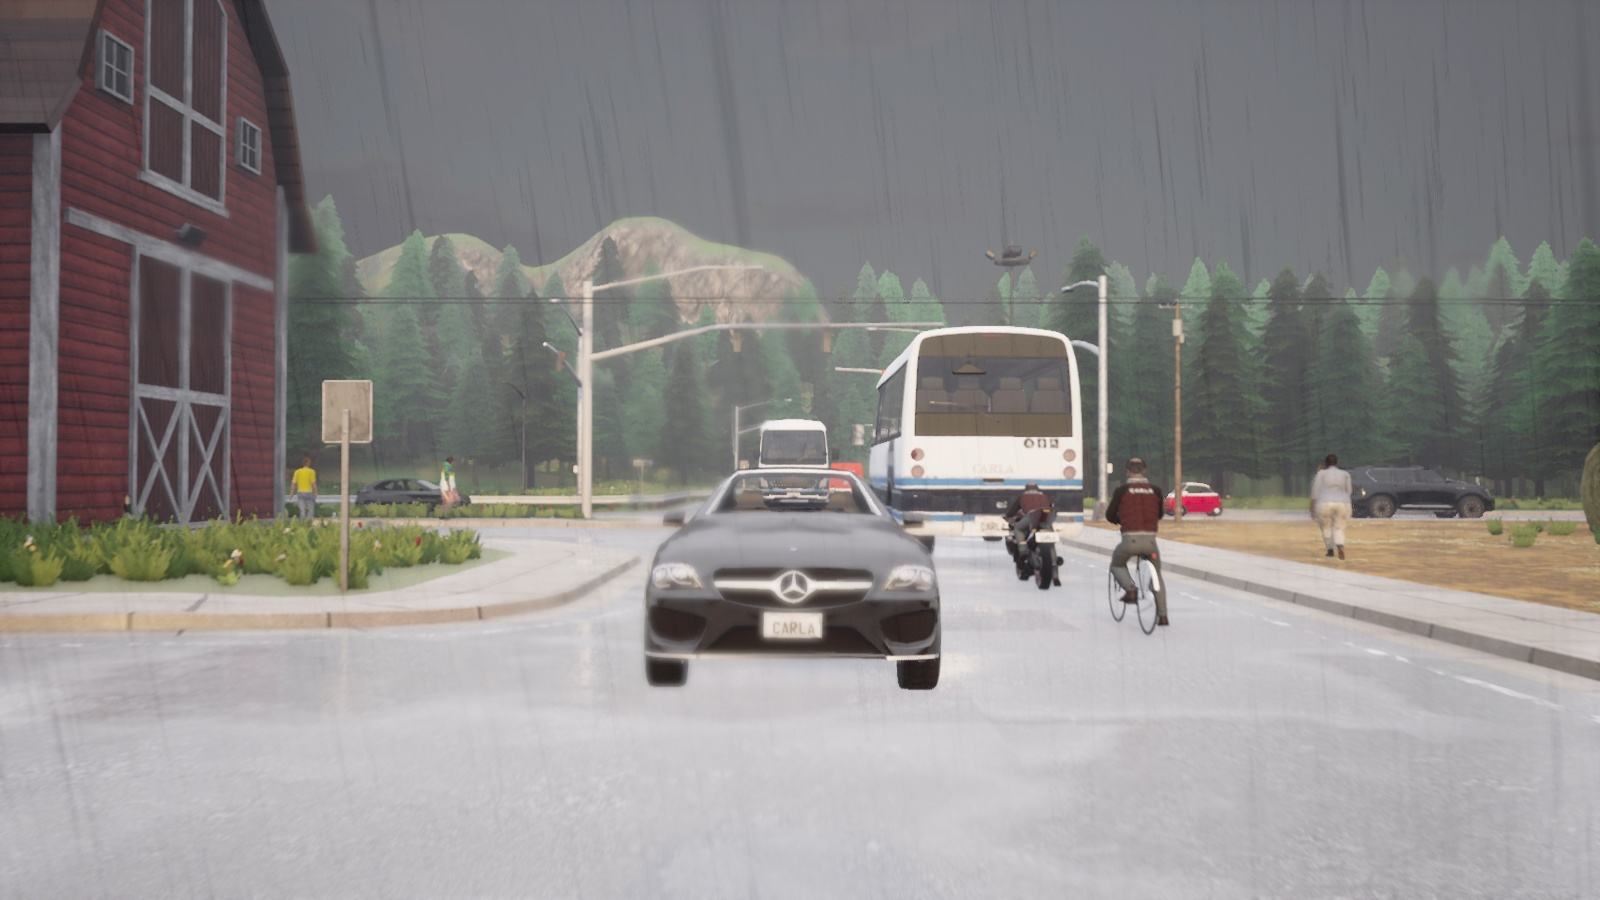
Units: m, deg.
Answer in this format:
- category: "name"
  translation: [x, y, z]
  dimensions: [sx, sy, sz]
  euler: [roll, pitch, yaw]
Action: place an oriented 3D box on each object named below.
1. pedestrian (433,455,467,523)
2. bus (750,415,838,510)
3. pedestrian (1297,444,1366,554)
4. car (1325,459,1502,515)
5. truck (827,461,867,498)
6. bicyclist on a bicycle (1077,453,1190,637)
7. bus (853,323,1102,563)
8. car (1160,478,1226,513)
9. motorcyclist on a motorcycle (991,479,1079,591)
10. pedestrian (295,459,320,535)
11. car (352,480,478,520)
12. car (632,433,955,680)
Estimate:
- category: "pedestrian"
  translation: [-10.196, 1.141, 36.585]
  dimensions: [0.873, 1.952, 0.659]
  euler: [0, -1, -24]
- category: "bus"
  translation: [-0.289, 0.667, 61.544]
  dimensions: [3.944, 4.253, 10.273]
  euler: [0, -1, 0]
- category: "pedestrian"
  translation: [9.179, 0.845, 21.717]
  dimensions: [0.874, 1.855, 0.900]
  euler: [0, -1, 7]
- category: "car"
  translation: [22.925, 1.376, 47.098]
  dimensions: [5.566, 2.045, 2.150]
  euler: [0, -1, 1]
- category: "truck"
  translation: [3.192, 2.039, 86.806]
  dimensions: [2.627, 2.467, 5.204]
  euler: [0, -1, 1]
- category: "bicyclist on a bicycle"
  translation: [3.435, 0.932, 13.083]
  dimensions: [0.659, 1.776, 1.843]
  euler: [0, -1, 0]
- category: "bus"
  translation: [3.364, -0.032, 27.470]
  dimensions: [3.944, 4.253, 10.273]
  euler: [0, -1, 0]
- category: "car"
  translation: [15.850, 1.822, 50.686]
  dimensions: [2.207, 1.376, 1.481]
  euler: [0, -1, 1]
- category: "motorcyclist on a motorcycle"
  translation: [3.411, 1.204, 18.431]
  dimensions: [0.866, 1.530, 2.191]
  euler: [0, -1, 0]
- category: "pedestrian"
  translation: [-11.977, 1.135, 30.535]
  dimensions: [0.354, 1.836, 0.706]
  euler: [0, -1, -2]
- category: "car"
  translation: [-14.552, 1.885, 47.599]
  dimensions: [4.193, 1.474, 1.816]
  euler: [0, -1, 1]
- category: "car"
  translation: [-0.055, 0.792, 10.905]
  dimensions: [2.152, 1.651, 5.027]
  euler: [0, -2, 0]
